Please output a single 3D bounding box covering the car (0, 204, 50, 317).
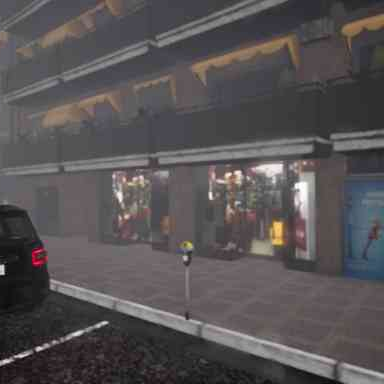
[{"bbox_3d":[-4.967,1.243,6.380,5.566,2.045,2.150,0,0,37],"label":"car"}]
